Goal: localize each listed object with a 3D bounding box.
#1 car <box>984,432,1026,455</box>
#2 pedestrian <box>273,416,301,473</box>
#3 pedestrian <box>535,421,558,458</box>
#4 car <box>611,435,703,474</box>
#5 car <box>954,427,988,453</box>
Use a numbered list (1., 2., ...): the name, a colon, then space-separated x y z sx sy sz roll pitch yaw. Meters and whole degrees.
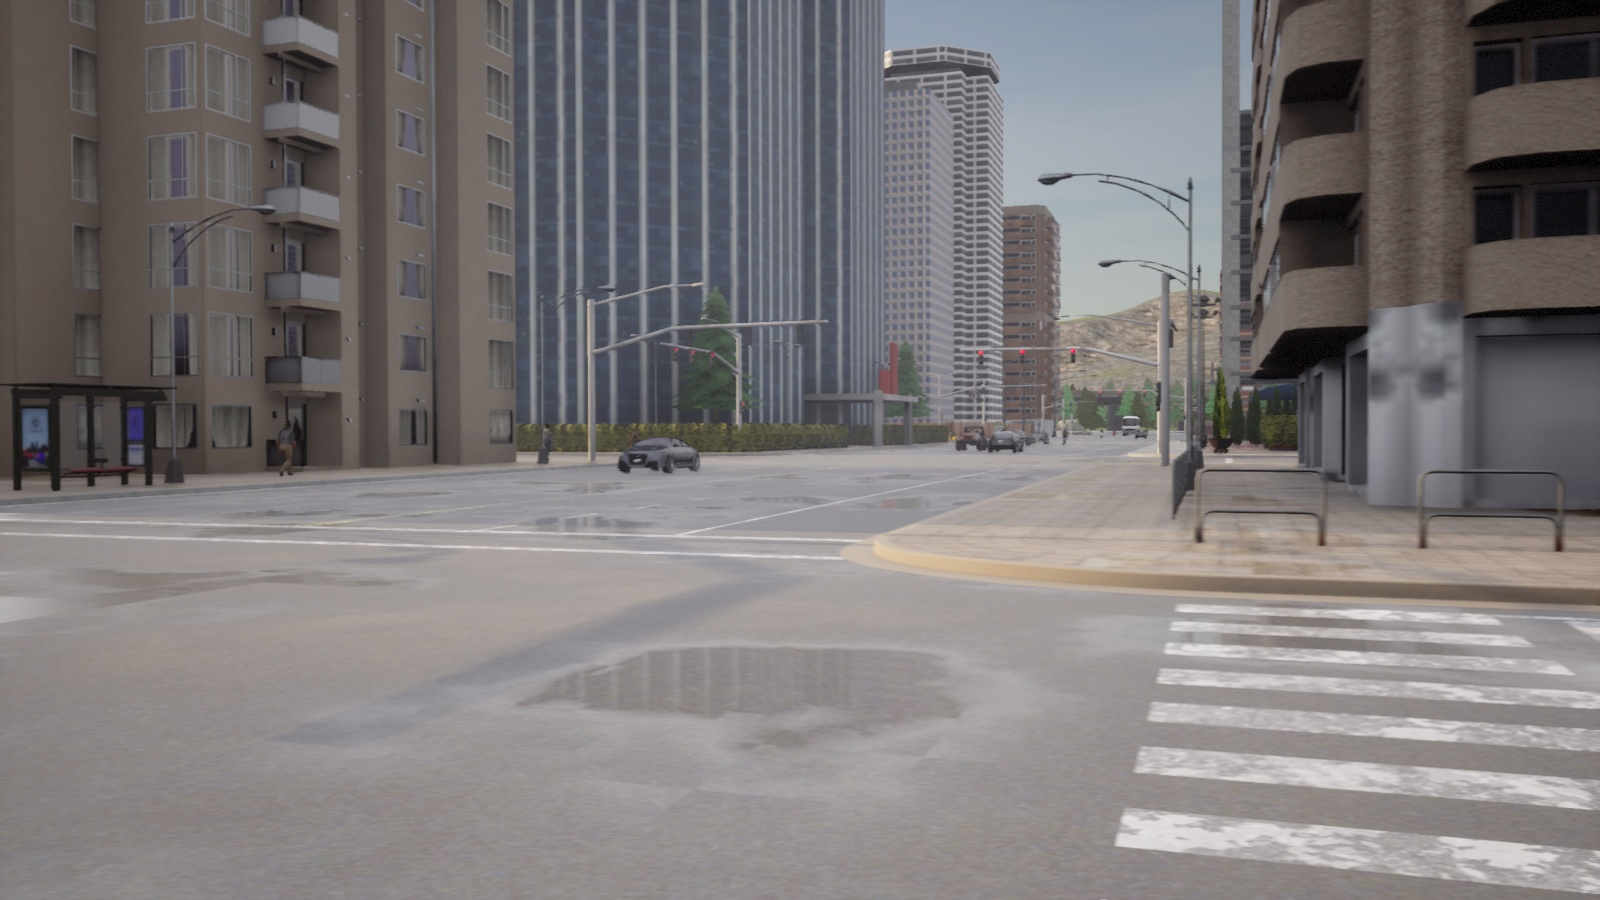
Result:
1. car: 14.246 -0.464 86.960 2.163 1.488 4.792 1 1 18
2. pedestrian: -16.573 -0.184 40.564 0.540 1.848 0.694 0 1 14
3. pedestrian: -12.660 -0.525 62.700 0.900 1.855 0.874 0 1 -32
4. car: -5.472 0.139 48.499 1.994 1.385 4.181 1 1 18
5. car: 12.828 -0.787 93.981 1.905 1.878 3.866 1 1 18
